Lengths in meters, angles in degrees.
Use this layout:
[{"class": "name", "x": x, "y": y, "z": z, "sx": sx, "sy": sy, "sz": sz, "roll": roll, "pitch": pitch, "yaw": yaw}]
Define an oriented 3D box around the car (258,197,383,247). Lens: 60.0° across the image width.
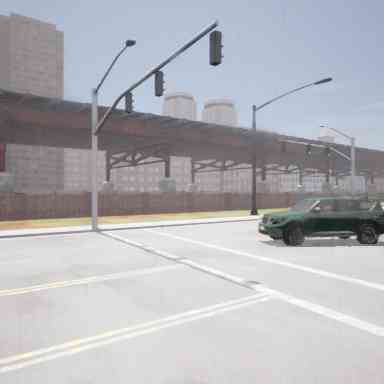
[{"class": "car", "x": 5.794, "y": 1.222, "z": 14.803, "sx": 5.566, "sy": 2.045, "sz": 2.150, "roll": 0, "pitch": -1, "yaw": -7}]
